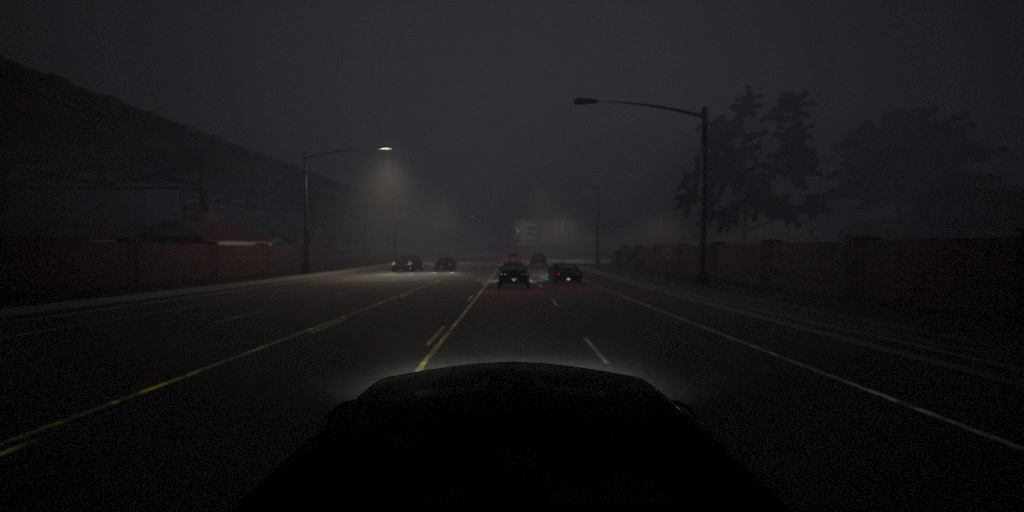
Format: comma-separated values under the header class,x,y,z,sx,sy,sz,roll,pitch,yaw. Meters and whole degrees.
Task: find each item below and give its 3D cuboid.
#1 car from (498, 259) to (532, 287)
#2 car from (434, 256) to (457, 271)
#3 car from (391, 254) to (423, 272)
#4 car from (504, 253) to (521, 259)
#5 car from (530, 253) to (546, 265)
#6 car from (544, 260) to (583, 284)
class,x,y,z,sx,sy,sz,roll,pitch,yaw
car,0.102,1.118,22.461,1.812,1.442,4.674,0,1,0
car,-6.998,0.826,38.025,1.837,1.490,4.892,0,1,0
car,-10.518,0.669,36.126,2.097,1.767,4.553,0,2,0
car,0.103,0.427,45.853,2.097,1.767,4.553,0,1,0
car,3.612,0.316,50.319,2.097,1.767,4.553,0,2,0
car,3.601,1.151,25.066,1.895,1.301,4.718,0,1,0
